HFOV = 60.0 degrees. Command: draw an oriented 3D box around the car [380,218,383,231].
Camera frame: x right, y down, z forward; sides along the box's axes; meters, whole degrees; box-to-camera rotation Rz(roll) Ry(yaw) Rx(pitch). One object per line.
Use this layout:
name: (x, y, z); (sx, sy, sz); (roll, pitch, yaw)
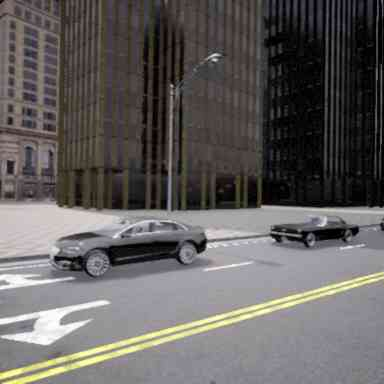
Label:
car: (14.099, 1.791, 21.612); (4.674, 1.442, 1.812); (1, 0, -36)

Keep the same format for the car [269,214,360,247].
car: (5.844, 1.749, 15.771); (4.718, 1.301, 1.895); (1, 0, -35)

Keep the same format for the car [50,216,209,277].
car: (-1.759, 1.532, 10.385); (4.902, 1.511, 2.128); (1, 0, -34)
